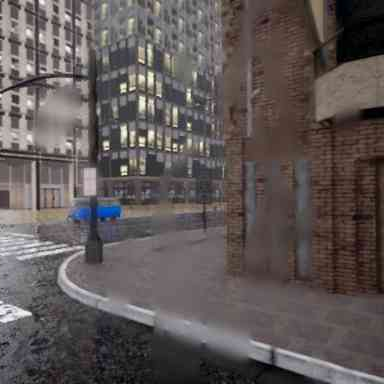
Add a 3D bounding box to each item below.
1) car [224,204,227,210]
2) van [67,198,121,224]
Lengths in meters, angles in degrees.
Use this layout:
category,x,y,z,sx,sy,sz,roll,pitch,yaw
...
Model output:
category,x,y,z,sx,sy,sz,roll,pitch,yaw
car,5.786,1.550,42.149,1.752,1.417,4.829,-1,-1,36
van,-7.057,1.321,24.246,1.690,1.788,3.998,-1,-1,36
